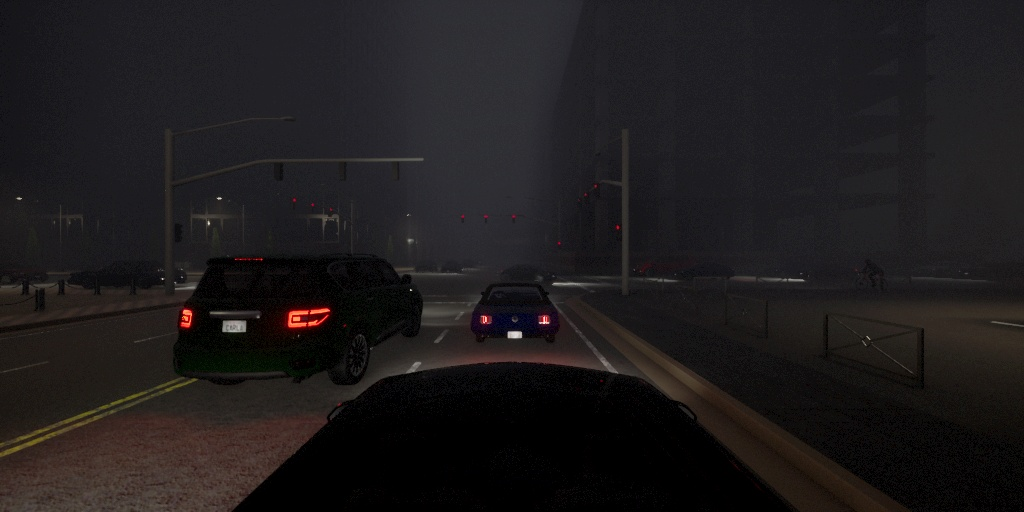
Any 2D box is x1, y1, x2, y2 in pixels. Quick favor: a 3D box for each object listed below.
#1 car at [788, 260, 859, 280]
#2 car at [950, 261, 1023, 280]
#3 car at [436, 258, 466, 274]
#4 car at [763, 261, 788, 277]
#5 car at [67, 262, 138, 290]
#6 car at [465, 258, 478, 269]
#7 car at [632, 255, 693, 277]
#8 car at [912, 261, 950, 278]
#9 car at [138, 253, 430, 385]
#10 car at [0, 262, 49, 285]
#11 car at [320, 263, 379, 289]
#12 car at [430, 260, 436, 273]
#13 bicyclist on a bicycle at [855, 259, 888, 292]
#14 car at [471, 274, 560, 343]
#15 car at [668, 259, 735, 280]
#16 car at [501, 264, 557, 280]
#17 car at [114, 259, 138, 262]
[{"bbox_3d":[25.615,1.258,29.318,4.181,1.385,1.994,0,0,0],"label":"car"},{"bbox_3d":[39.614,1.200,29.337,4.892,1.490,1.837,0,0,0],"label":"car"},{"bbox_3d":[-7.100,1.297,42.382,2.033,1.411,5.357,0,0,0],"label":"car"},{"bbox_3d":[25.770,1.172,32.818,5.008,1.535,1.882,0,0,0],"label":"car"},{"bbox_3d":[-23.144,1.242,21.619,5.357,1.411,2.033,0,0,-4],"label":"car"},{"bbox_3d":[-7.086,1.254,57.577,1.837,1.490,4.892,0,0,0],"label":"car"},{"bbox_3d":[13.934,0.917,32.780,5.566,2.045,2.150,0,0,0],"label":"car"},{"bbox_3d":[39.680,1.220,32.837,4.674,1.442,1.812,0,0,0],"label":"car"},{"bbox_3d":[-3.438,0.971,7.152,2.150,2.045,5.566,0,0,0],"label":"car"},{"bbox_3d":[-35.769,1.172,25.169,5.008,1.535,1.882,0,0,0],"label":"car"},{"bbox_3d":[-10.601,1.247,23.781,1.812,1.442,4.674,0,0,0],"label":"car"},{"bbox_3d":[-10.605,1.228,44.535,1.882,1.535,5.008,0,0,0],"label":"car"},{"bbox_3d":[18.331,0.998,18.310,0.582,1.620,1.656,0,0,0],"label":"bicyclist on a bicycle"},{"bbox_3d":[0.080,1.351,9.666,1.895,1.301,4.718,0,0,0],"label":"car"},{"bbox_3d":[15.651,1.220,29.263,4.674,1.442,1.812,0,0,0],"label":"car"},{"bbox_3d":[1.202,1.282,26.876,4.181,1.385,1.994,0,0,27],"label":"car"},{"bbox_3d":[-25.675,1.046,25.135,4.553,1.767,2.097,0,0,0],"label":"car"}]
